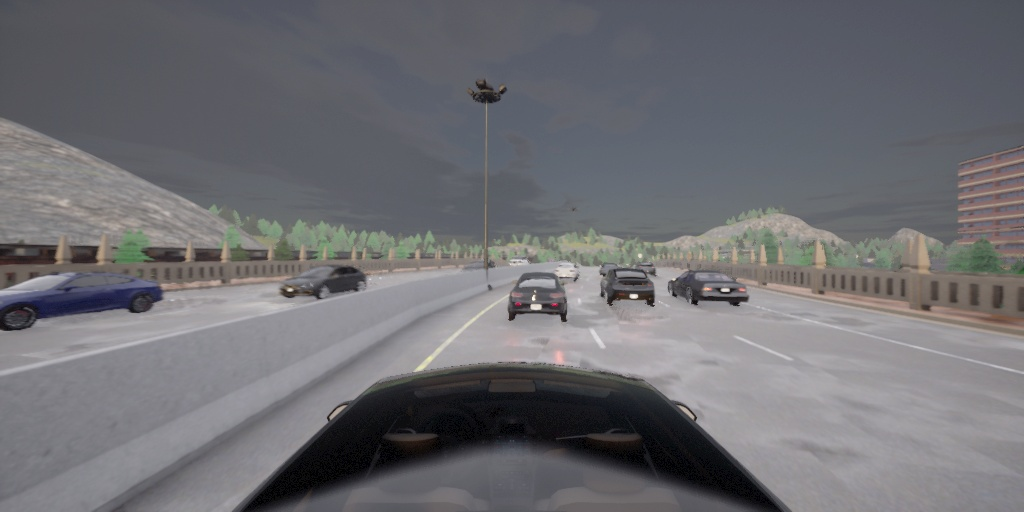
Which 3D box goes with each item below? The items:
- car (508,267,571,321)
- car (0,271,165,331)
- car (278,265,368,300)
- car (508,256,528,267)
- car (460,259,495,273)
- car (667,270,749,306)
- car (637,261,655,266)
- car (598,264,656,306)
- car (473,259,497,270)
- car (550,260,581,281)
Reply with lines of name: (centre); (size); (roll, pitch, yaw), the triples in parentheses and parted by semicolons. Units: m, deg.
car: (0.946, 1.278, 12.456); (1.812, 1.442, 4.674); (0, 0, 6)
car: (-13.462, 1.213, 10.898); (1.812, 1.442, 4.674); (0, 0, 5)
car: (-9.081, 1.211, 17.697); (1.837, 1.490, 4.892); (0, 0, 10)
car: (1.087, 0.957, 58.595); (2.150, 2.045, 5.566); (0, 0, 15)
car: (-2.817, 1.236, 30.134); (1.837, 1.490, 4.892); (0, 0, 15)
car: (8.489, 1.332, 15.998); (2.033, 1.411, 5.357); (0, 0, 10)
car: (13.688, 1.295, 37.086); (2.128, 1.511, 4.902); (0, 0, 15)
car: (5.013, 1.274, 15.984); (1.837, 1.490, 4.892); (0, 0, 9)
car: (-3.960, 1.199, 53.217); (1.882, 1.535, 5.008); (0, 0, 15)
car: (4.556, 1.290, 29.780); (1.812, 1.442, 4.674); (0, 0, 14)
